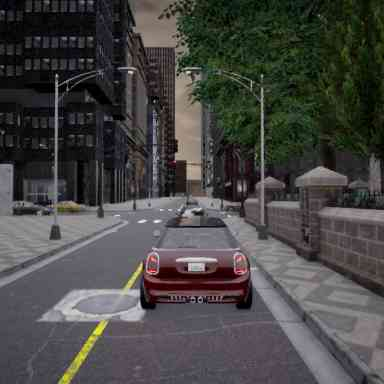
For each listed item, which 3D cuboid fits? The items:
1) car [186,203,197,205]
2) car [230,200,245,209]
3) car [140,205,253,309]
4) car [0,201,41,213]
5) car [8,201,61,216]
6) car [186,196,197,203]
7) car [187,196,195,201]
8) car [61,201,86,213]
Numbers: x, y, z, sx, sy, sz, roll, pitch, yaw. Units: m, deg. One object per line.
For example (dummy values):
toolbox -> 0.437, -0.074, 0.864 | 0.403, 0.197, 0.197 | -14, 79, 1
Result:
car -> 0.044, 1.541, 18.172 | 1.812, 1.442, 4.674 | 0, 0, 0
car -> 5.731, 1.613, 36.321 | 4.674, 1.442, 1.812 | 0, -1, 8
car -> 0.075, 1.357, 8.046 | 2.097, 1.767, 4.553 | 0, 0, 0
car -> -20.226, 1.709, 38.625 | 4.403, 1.369, 2.008 | 0, -1, 0
car -> -14.726, 1.518, 30.088 | 4.403, 1.369, 2.008 | 0, -1, 0
car -> -0.050, 1.687, 62.065 | 1.994, 1.385, 4.181 | 0, 0, -1
car -> -0.270, 1.781, 91.664 | 2.128, 1.511, 4.902 | 0, 0, 0
car -> -14.883, 1.676, 38.612 | 4.829, 1.417, 1.752 | 0, -1, 0
